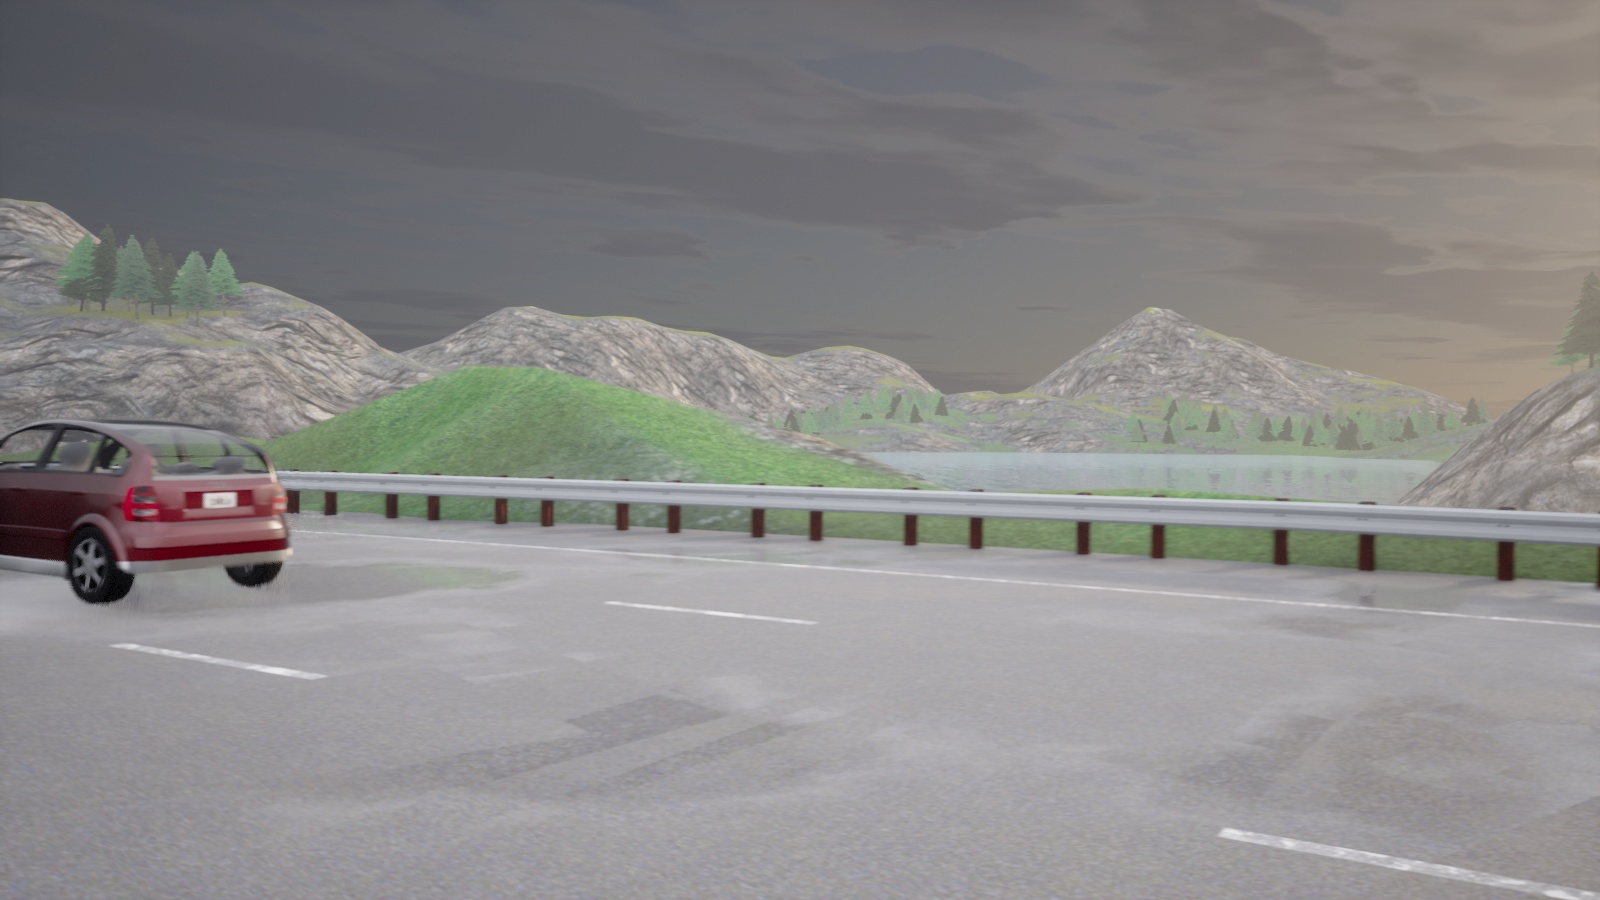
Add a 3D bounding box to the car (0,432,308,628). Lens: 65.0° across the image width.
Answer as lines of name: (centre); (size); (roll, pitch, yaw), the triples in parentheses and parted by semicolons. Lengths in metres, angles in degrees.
car: (-6.558, 0.612, 11.638); (3.705, 1.549, 1.789); (0, 1, 30)
